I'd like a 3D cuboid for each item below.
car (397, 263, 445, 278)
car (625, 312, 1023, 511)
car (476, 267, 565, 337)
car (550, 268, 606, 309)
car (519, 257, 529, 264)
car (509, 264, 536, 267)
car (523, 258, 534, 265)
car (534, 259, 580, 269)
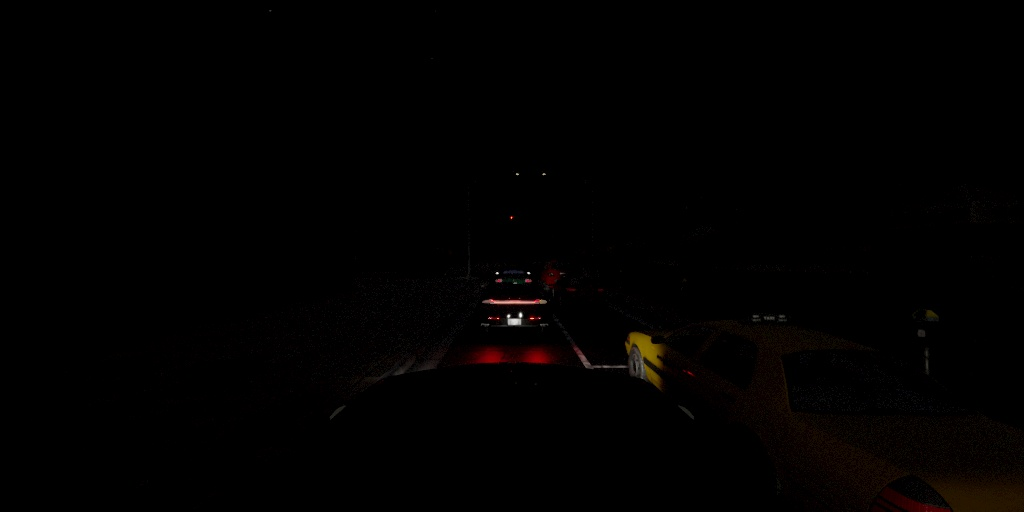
[{"bbox_3d":[-8.021,1.313,31.785,4.181,1.385,1.994,0,-1,0],"label":"car"},{"bbox_3d":[2.643,1.276,4.000,1.751,1.417,4.829,0,0,0],"label":"car"},{"bbox_3d":[0.080,1.245,10.352,2.128,1.511,4.902,0,0,1],"label":"car"},{"bbox_3d":[2.662,1.338,14.728,1.802,1.307,4.207,0,0,0],"label":"car"},{"bbox_3d":[2.748,1.403,62.918,1.888,1.381,4.507,0,0,0],"label":"car"},{"bbox_3d":[0.060,1.325,19.297,1.994,1.385,4.181,0,0,-1],"label":"car"},{"bbox_3d":[2.719,1.356,46.607,1.888,1.381,4.507,0,0,0],"label":"car"},{"bbox_3d":[2.671,1.076,20.177,2.192,1.841,5.009,0,0,0],"label":"car"}]
